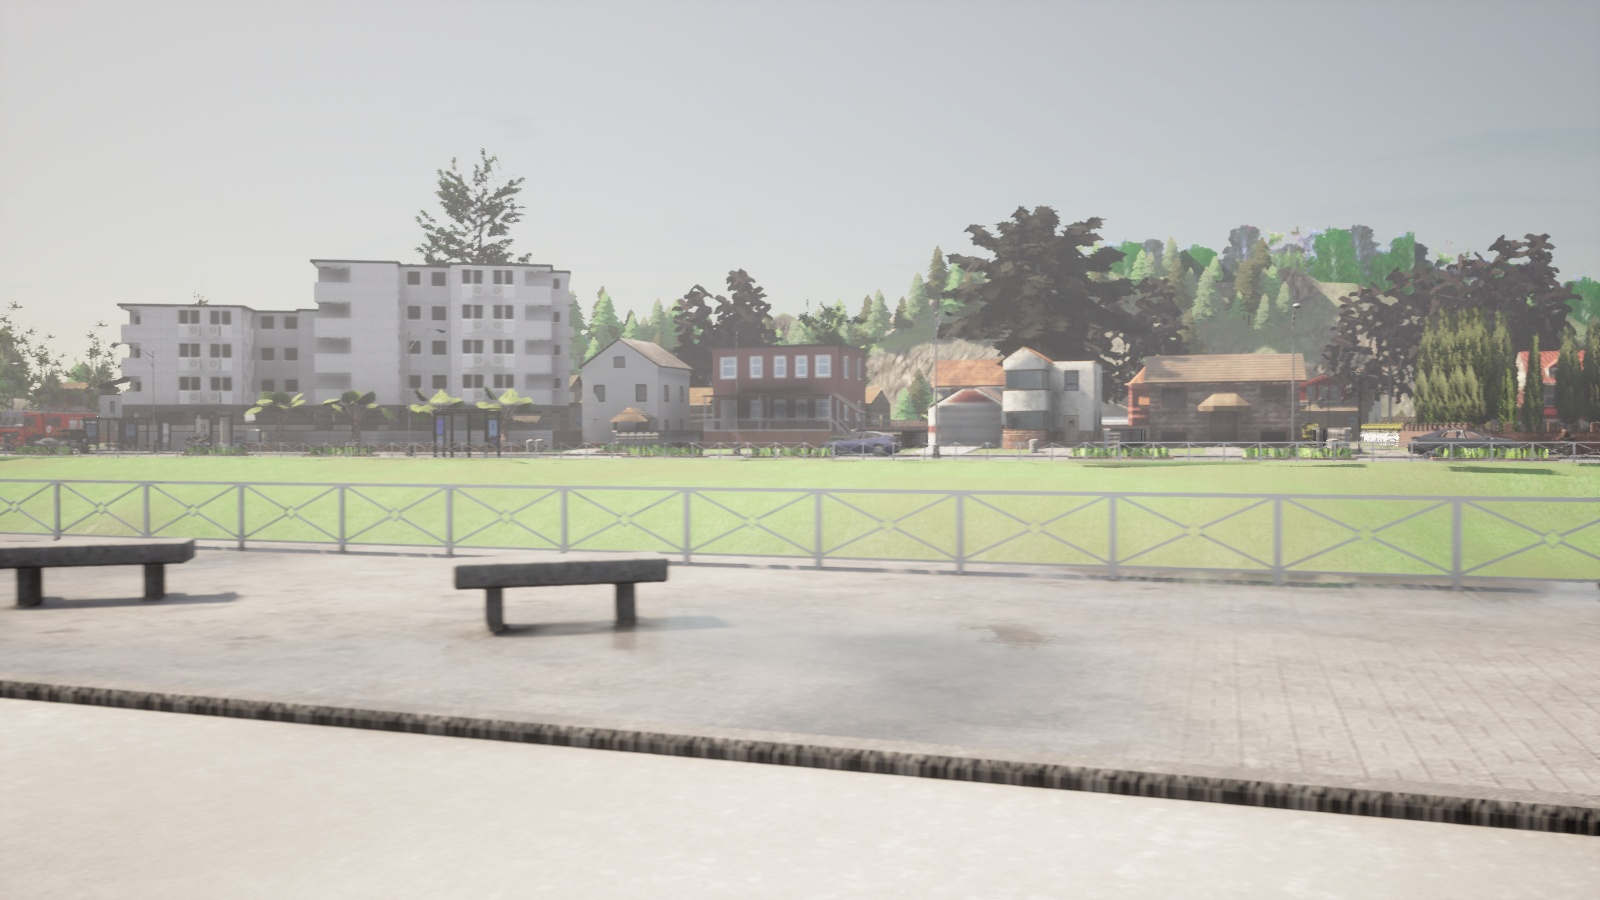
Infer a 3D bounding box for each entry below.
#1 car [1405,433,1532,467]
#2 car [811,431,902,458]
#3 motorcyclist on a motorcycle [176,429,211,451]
[{"bbox_3d":[30.994,-0.035,58.373,4.902,1.511,2.128,1,1,19],"label":"car"},{"bbox_3d":[3.249,-0.313,71.936,4.792,1.488,2.163,1,1,19],"label":"car"},{"bbox_3d":[-42.132,-0.694,87.216,2.191,1.530,0.866,1,1,19],"label":"motorcyclist on a motorcycle"}]
